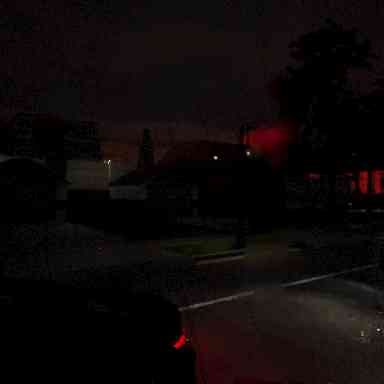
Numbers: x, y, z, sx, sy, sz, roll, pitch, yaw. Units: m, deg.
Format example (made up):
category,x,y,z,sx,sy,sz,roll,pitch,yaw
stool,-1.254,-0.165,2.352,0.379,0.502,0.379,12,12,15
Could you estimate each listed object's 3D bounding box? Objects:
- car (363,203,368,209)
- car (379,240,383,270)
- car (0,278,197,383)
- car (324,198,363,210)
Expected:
category,x,y,z,sx,sy,sz,roll,pitch,yaw
car,24.030,1.851,50.348,1.837,1.490,4.892,1,0,-33
car,7.433,1.306,9.110,5.566,2.045,2.150,0,0,-35
car,-2.117,1.513,2.502,4.674,1.442,1.812,1,0,-35
car,21.482,1.669,47.830,2.097,1.767,4.553,1,0,-33
